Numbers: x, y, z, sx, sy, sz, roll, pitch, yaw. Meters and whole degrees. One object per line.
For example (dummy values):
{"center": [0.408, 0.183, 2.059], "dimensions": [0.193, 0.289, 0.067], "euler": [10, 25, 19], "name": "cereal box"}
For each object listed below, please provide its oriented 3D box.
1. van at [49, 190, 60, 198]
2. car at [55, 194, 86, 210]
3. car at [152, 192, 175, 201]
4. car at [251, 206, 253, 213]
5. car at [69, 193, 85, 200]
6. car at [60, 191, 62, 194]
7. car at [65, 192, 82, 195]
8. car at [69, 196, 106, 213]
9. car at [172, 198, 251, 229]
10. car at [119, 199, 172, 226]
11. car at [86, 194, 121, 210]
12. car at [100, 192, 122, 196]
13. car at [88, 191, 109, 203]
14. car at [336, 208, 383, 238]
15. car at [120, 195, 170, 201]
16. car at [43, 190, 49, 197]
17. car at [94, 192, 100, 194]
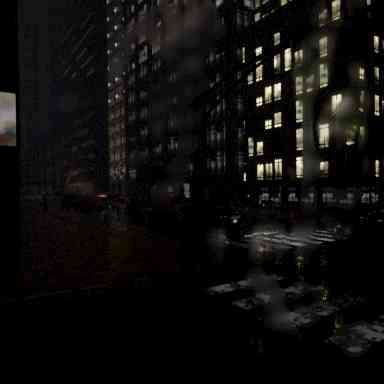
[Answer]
{"center": [-32.510, 0.531, 79.974], "dimensions": [1.690, 1.788, 3.998], "euler": [-1, 1, -35], "name": "van"}
{"center": [-13.766, 1.289, 38.034], "dimensions": [2.008, 1.369, 4.403], "euler": [-1, 1, -35], "name": "car"}
{"center": [-3.688, 0.963, 38.177], "dimensions": [2.192, 1.841, 5.009], "euler": [-1, 1, -35], "name": "car"}
{"center": [3.064, 1.278, 28.322], "dimensions": [1.752, 1.417, 4.829], "euler": [-1, 1, -35], "name": "car"}
{"center": [-22.903, 0.889, 66.045], "dimensions": [1.887, 1.381, 4.507], "euler": [-1, 1, -35], "name": "car"}
{"center": [-21.731, 0.946, 59.756], "dimensions": [1.837, 1.490, 4.892], "euler": [-1, 1, -34], "name": "car"}
{"center": [-15.912, 1.132, 45.782], "dimensions": [1.837, 1.490, 4.892], "euler": [-1, 1, -34], "name": "car"}
{"center": [-10.562, 1.354, 33.390], "dimensions": [1.947, 1.339, 4.313], "euler": [-1, 1, -35], "name": "car"}
{"center": [1.085, 1.382, 21.034], "dimensions": [2.128, 1.511, 4.902], "euler": [-1, 1, -34], "name": "car"}
{"center": [-2.930, 1.455, 22.371], "dimensions": [2.008, 1.369, 4.403], "euler": [-1, 1, -35], "name": "car"}
{"center": [-10.035, 1.246, 37.189], "dimensions": [1.812, 1.442, 4.674], "euler": [-1, 1, -35], "name": "car"}
{"center": [-12.007, 1.009, 51.033], "dimensions": [1.837, 1.490, 4.892], "euler": [-1, 1, -35], "name": "car"}
{"center": [-15.992, 0.795, 56.750], "dimensions": [2.097, 1.767, 4.553], "euler": [-1, 1, -35], "name": "car"}
{"center": [9.058, 1.481, 15.147], "dimensions": [1.837, 1.490, 4.892], "euler": [-1, 1, -35], "name": "car"}
{"center": [-4.185, 1.315, 28.689], "dimensions": [1.837, 1.490, 4.892], "euler": [-1, 1, -35], "name": "car"}
{"center": [-35.712, 0.688, 84.621], "dimensions": [2.008, 1.369, 4.403], "euler": [-1, 1, -35], "name": "car"}
{"center": [-16.187, 1.076, 51.743], "dimensions": [2.033, 1.411, 5.357], "euler": [-1, 1, -34], "name": "car"}
